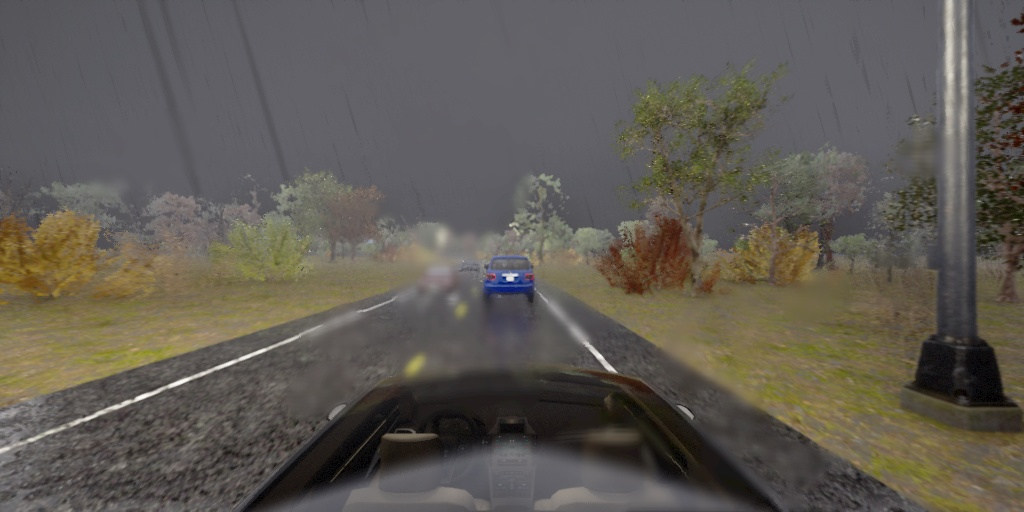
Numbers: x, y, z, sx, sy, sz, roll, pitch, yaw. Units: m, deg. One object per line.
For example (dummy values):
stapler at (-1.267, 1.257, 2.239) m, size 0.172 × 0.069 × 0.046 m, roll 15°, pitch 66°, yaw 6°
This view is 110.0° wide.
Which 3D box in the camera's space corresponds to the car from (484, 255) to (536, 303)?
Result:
car at (-0.129, 0.976, 16.847) m, size 2.150 × 2.045 × 5.566 m, roll 0°, pitch 0°, yaw -1°

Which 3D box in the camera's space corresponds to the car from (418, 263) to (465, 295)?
car at (-3.906, 1.284, 19.961) m, size 1.812 × 1.442 × 4.674 m, roll 0°, pitch 0°, yaw -2°

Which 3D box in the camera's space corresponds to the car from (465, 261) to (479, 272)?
car at (-5.003, 1.289, 43.961) m, size 1.994 × 1.385 × 4.181 m, roll 0°, pitch 0°, yaw -4°
